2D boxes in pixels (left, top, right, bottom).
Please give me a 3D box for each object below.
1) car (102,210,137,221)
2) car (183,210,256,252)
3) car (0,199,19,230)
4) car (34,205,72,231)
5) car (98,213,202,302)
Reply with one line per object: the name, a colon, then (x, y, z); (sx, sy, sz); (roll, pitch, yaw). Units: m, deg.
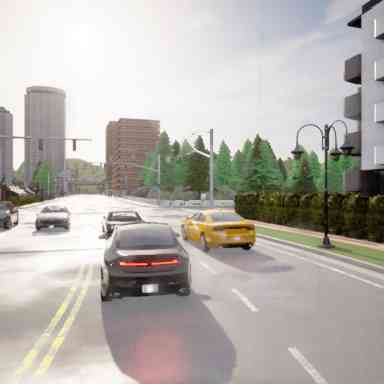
car: (-3.635, 1.601, 17.241); (1.895, 1.301, 4.718); (0, 0, -18)
car: (0.914, 1.478, 14.041); (1.882, 1.535, 5.008); (0, 0, -16)
car: (-12.214, 1.351, 20.662); (2.097, 1.767, 4.553); (0, 0, -19)
car: (-8.625, 1.548, 20.956); (2.033, 1.411, 5.357); (0, 0, -18)
car: (-1.269, 1.505, 8.411); (1.837, 1.490, 4.892); (0, 0, -12)
